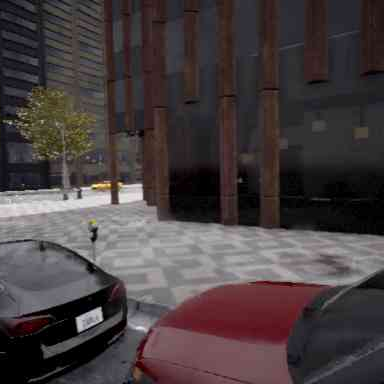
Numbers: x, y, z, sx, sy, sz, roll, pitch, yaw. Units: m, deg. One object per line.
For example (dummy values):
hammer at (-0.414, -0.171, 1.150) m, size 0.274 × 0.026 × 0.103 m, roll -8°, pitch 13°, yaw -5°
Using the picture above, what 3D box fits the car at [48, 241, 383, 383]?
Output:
car at (1.873, 1.168, 1.570) m, size 5.009 × 1.841 × 2.192 m, roll 1°, pitch 4°, yaw 33°

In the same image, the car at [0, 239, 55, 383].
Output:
car at (-2.821, 1.374, 4.694) m, size 4.313 × 1.339 × 1.947 m, roll 1°, pitch 4°, yaw 33°

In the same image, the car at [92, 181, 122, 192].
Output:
car at (-12.605, -0.865, 49.487) m, size 1.882 × 1.535 × 5.008 m, roll 1°, pitch 3°, yaw 34°
